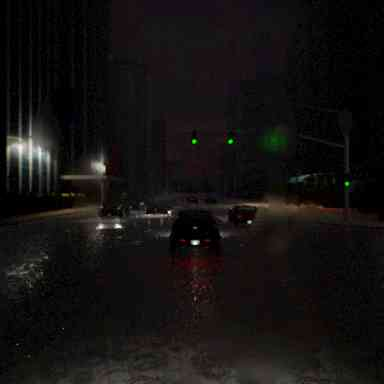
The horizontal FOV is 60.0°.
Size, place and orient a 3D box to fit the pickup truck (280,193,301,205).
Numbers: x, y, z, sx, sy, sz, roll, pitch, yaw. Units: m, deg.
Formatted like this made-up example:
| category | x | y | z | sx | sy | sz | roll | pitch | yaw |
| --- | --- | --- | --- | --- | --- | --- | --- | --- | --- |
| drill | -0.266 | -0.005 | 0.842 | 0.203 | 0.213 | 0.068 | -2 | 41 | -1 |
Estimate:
| category | x | y | z | sx | sy | sz | roll | pitch | yaw |
| --- | --- | --- | --- | --- | --- | --- | --- | --- | --- |
| pickup truck | 16.691 | 1.032 | 56.479 | 2.390 | 2.098 | 6.274 | 0 | 0 | 31 |

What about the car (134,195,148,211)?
| category | x | y | z | sx | sy | sz | roll | pitch | yaw |
| --- | --- | --- | --- | --- | --- | --- | --- | --- | --- |
| car | -7.021 | 1.486 | 40.753 | 1.837 | 1.490 | 4.892 | 0 | 0 | 0 |

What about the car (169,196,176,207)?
| category | x | y | z | sx | sy | sz | roll | pitch | yaw |
| --- | --- | --- | --- | --- | --- | --- | --- | --- | --- |
| car | -3.498 | 1.580 | 43.870 | 1.895 | 1.301 | 4.718 | 0 | 0 | 1 |

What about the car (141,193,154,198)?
| category | x | y | z | sx | sy | sz | roll | pitch | yaw |
| --- | --- | --- | --- | --- | --- | --- | --- | --- | --- |
| car | -6.937 | 1.198 | 51.160 | 2.150 | 2.045 | 5.566 | 0 | 0 | 0 |

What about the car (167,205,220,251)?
| category | x | y | z | sx | sy | sz | roll | pitch | yaw |
| --- | --- | --- | --- | --- | --- | --- | --- | --- | --- |
| car | 0.118 | 1.499 | 14.016 | 1.837 | 1.490 | 4.892 | 0 | 0 | 0 |

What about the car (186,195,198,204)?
| category | x | y | z | sx | sy | sz | roll | pitch | yaw |
| --- | --- | --- | --- | --- | --- | --- | --- | --- | --- |
| car | 0.074 | 1.476 | 60.668 | 1.837 | 1.490 | 4.892 | 0 | 0 | 0 |

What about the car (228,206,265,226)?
| category | x | y | z | sx | sy | sz | roll | pitch | yaw |
| --- | --- | --- | --- | --- | --- | --- | --- | --- | --- |
| car | 3.628 | 1.590 | 23.094 | 1.895 | 1.301 | 4.718 | 0 | 0 | 0 |

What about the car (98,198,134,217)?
| category | x | y | z | sx | sy | sz | roll | pitch | yaw |
| --- | --- | --- | --- | --- | --- | --- | --- | --- | --- |
| car | -7.052 | 1.338 | 30.600 | 2.097 | 1.767 | 4.553 | 0 | 0 | 0 |

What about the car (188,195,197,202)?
| category | x | y | z | sx | sy | sz | roll | pitch | yaw |
| --- | --- | --- | --- | --- | --- | --- | --- | --- | --- |
| car | 0.087 | 1.343 | 71.052 | 1.994 | 1.385 | 4.181 | 0 | 0 | 0 |

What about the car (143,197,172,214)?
| category | x | y | z | sx | sy | sz | roll | pitch | yaw |
| --- | --- | --- | --- | --- | --- | --- | --- | --- | --- |
| car | -3.538 | 1.548 | 34.581 | 1.994 | 1.385 | 4.181 | 0 | 0 | 0 |

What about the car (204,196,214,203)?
| category | x | y | z | sx | sy | sz | roll | pitch | yaw |
| --- | --- | --- | --- | --- | --- | --- | --- | --- | --- |
| car | 3.587 | 1.519 | 71.153 | 1.994 | 1.385 | 4.181 | 0 | 0 | 0 |

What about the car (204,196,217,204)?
| category | x | y | z | sx | sy | sz | roll | pitch | yaw |
| --- | --- | --- | --- | --- | --- | --- | --- | --- | --- |
| car | 3.575 | 1.449 | 60.991 | 1.882 | 1.535 | 5.008 | 0 | 0 | 0 |
